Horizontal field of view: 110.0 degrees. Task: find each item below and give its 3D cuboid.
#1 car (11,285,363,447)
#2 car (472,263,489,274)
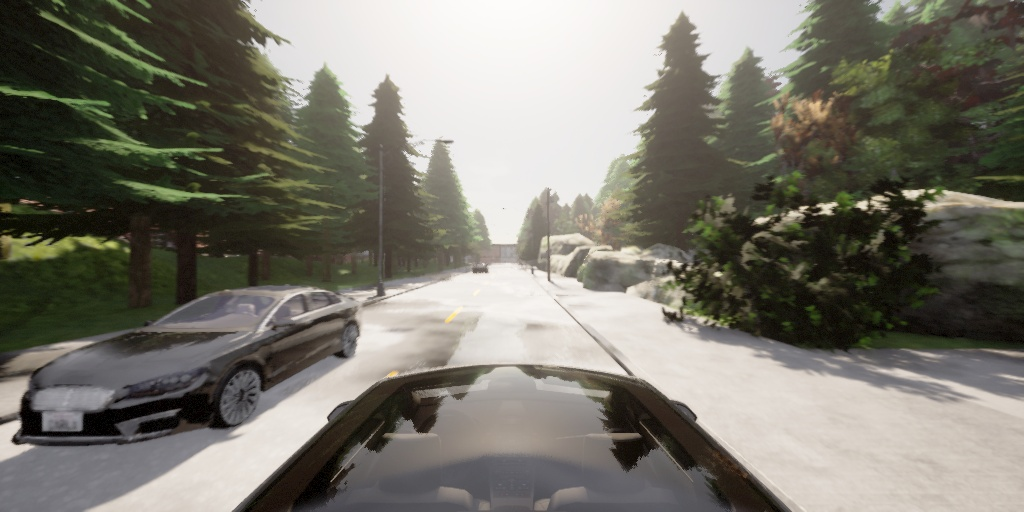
[{"bbox_3d":[-4.098,1.264,5.723,2.128,1.511,4.902,0,0,0],"label":"car"},{"bbox_3d":[-4.005,1.605,46.328,1.895,1.301,4.718,0,0,1],"label":"car"}]
